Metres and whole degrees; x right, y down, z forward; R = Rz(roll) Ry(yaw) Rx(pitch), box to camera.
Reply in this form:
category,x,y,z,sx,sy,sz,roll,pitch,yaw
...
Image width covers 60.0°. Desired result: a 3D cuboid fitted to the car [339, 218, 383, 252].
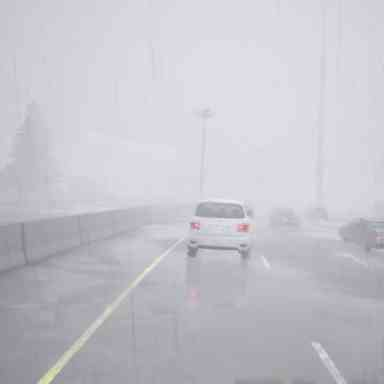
category,x,y,z,sx,sy,sz,roll,pitch,yaw
car,8.560,1.931,15.686,2.033,1.411,5.357,2,0,9

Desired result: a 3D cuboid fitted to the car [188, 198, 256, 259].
category,x,y,z,sx,sy,sz,roll,pitch,yaw
car,1.180,1.284,13.208,2.150,2.045,5.566,2,0,7

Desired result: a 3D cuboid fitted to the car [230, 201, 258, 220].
category,x,y,z,sx,sy,sz,roll,pitch,yaw
car,5.217,1.748,32.994,2.128,1.511,4.902,2,0,15

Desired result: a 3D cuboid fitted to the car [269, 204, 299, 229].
category,x,y,z,sx,sy,sz,roll,pitch,yaw
car,6.795,1.881,24.809,1.994,1.385,4.181,2,0,11

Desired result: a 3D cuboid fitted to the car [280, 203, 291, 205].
category,x,y,z,sx,sy,sz,roll,pitch,yaw
car,11.594,2.065,41.510,1.812,1.442,4.674,2,0,19

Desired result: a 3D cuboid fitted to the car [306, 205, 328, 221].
category,x,y,z,sx,sy,sz,roll,pitch,yaw
car,12.810,2.076,34.120,2.128,1.511,4.902,2,0,16
